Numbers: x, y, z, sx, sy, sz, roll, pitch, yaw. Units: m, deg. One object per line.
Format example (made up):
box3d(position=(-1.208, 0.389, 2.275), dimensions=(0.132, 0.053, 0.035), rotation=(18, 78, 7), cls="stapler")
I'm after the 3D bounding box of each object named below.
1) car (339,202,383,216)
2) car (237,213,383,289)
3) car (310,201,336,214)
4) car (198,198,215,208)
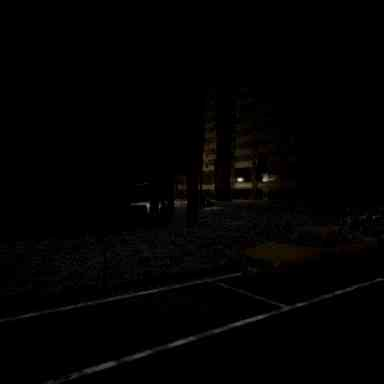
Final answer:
box3d(position=(7.958, 1.312, 12.427), dimensions=(5.009, 1.841, 2.192), rotation=(0, 0, -35), cls="car")
box3d(position=(3.372, 1.522, 9.160), dimensions=(4.829, 1.417, 1.752), rotation=(0, 1, -35), cls="car")
box3d(position=(14.149, 1.601, 33.407), dimensions=(1.812, 1.442, 4.674), rotation=(1, 1, -36), cls="car")
box3d(position=(1.490, 1.644, 51.136), dimensions=(1.837, 1.490, 4.892), rotation=(1, 0, -36), cls="car")
